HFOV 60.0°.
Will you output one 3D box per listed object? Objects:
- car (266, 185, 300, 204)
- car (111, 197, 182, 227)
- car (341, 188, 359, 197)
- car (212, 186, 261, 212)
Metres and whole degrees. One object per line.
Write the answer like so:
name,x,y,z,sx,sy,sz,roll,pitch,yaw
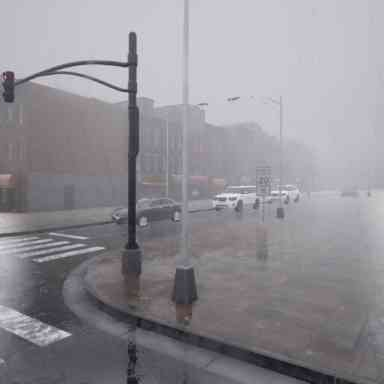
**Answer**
car,10.166,0.224,36.795,2.150,2.045,5.566,0,2,35
car,-2.447,1.058,19.137,1.837,1.490,4.892,0,2,36
car,24.995,0.089,52.520,2.033,1.411,5.357,0,2,35
car,3.899,0.491,28.032,2.150,2.045,5.566,0,2,35
